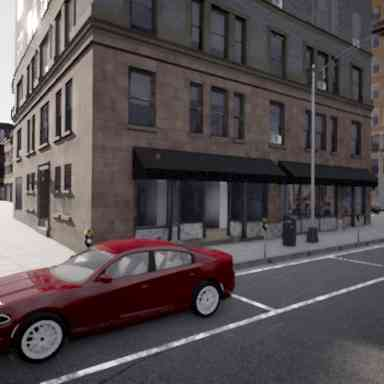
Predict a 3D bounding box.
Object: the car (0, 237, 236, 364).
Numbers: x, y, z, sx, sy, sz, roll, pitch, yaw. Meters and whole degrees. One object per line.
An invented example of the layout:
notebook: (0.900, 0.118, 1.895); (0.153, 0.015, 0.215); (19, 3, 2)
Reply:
car: (-1.251, 1.544, 5.861); (4.507, 1.381, 1.887); (0, 1, -35)

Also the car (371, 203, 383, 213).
car: (16.627, 1.347, 33.432); (1.837, 1.490, 4.892); (1, 0, -35)
